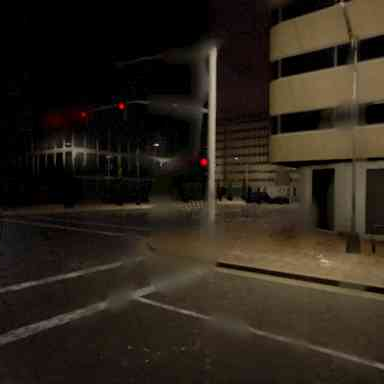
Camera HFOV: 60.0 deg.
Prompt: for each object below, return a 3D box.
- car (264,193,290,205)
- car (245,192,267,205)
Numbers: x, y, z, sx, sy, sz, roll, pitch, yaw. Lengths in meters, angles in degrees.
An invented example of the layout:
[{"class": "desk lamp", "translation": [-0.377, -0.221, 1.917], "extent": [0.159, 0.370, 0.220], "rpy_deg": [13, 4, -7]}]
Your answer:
[{"class": "car", "translation": [14.184, 1.344, 53.693], "extent": [2.033, 1.411, 5.357], "rpy_deg": [1, 0, 37]}, {"class": "car", "translation": [10.871, 0.983, 55.107], "extent": [2.150, 2.045, 5.566], "rpy_deg": [1, 0, 37]}]
